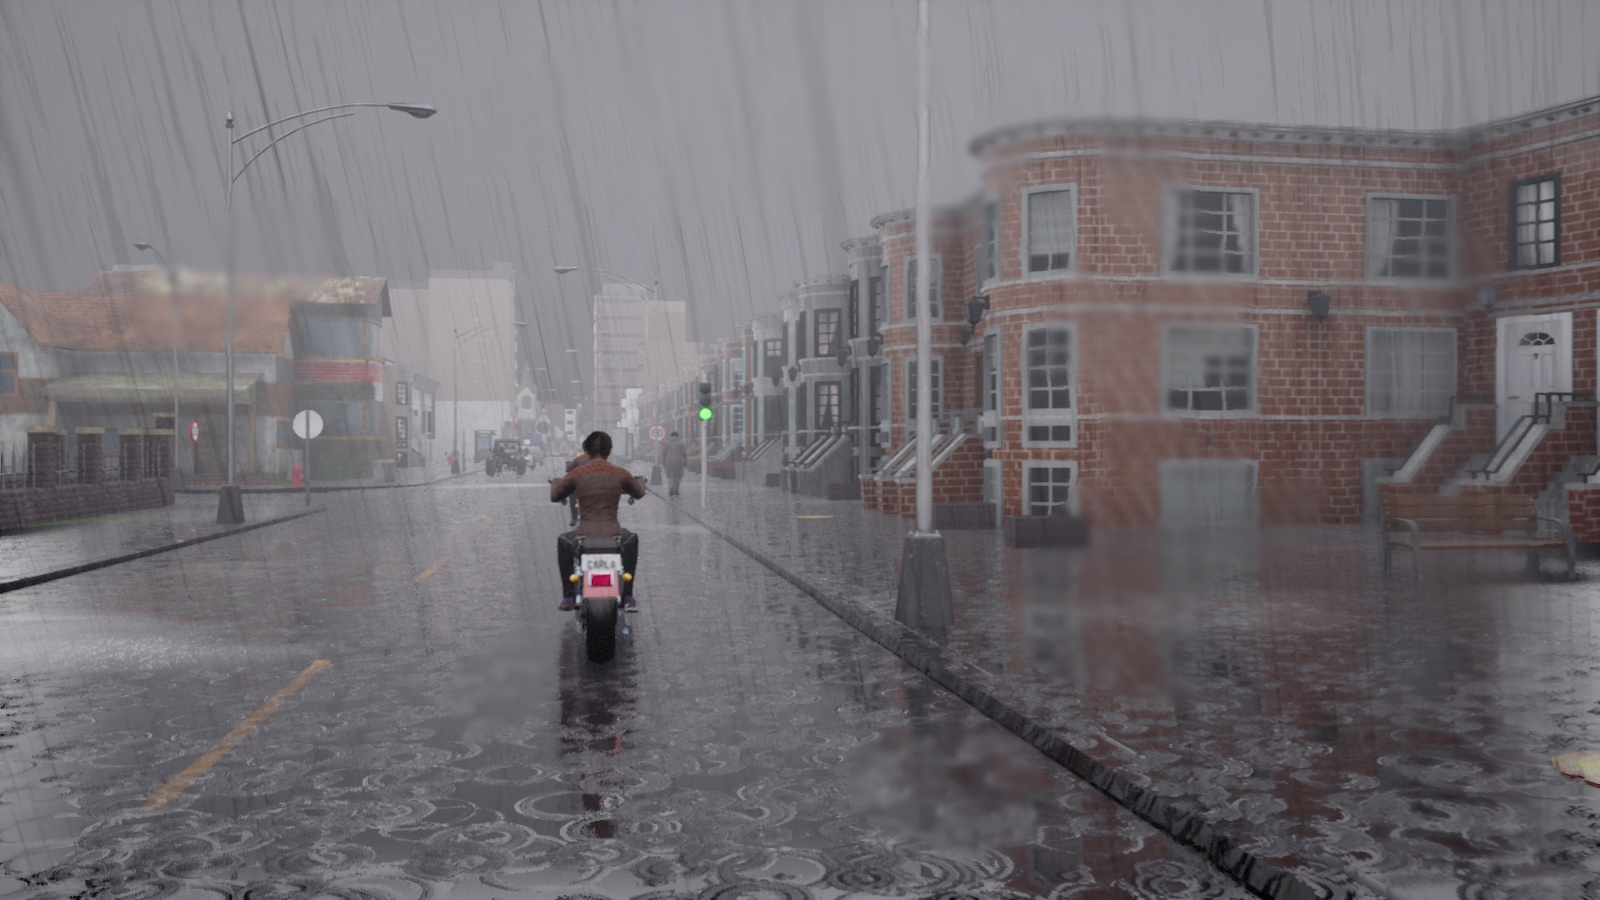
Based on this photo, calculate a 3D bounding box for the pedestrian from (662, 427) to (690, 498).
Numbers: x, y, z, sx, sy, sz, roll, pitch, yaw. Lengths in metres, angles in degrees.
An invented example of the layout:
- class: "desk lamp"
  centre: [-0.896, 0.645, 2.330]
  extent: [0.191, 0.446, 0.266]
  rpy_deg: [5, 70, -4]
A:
- class: "pedestrian"
  centre: [-3.487, 0.348, 35.311]
  extent: [0.659, 1.952, 0.873]
  rpy_deg: [0, 0, 2]

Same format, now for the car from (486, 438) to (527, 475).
- class: "car"
  centre: [-15.462, 0.334, 66.384]
  extent: [1.905, 1.878, 3.866]
  rpy_deg: [0, 0, -10]

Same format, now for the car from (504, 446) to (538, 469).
- class: "car"
  centre: [-18.160, 0.456, 81.977]
  extent: [1.970, 1.475, 3.806]
  rpy_deg: [0, 0, -10]

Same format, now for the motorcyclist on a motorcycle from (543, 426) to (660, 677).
- class: "motorcyclist on a motorcycle"
  centre: [-1.510, 0.667, 9.454]
  extent: [0.766, 1.649, 2.350]
  rpy_deg: [0, 0, -10]
